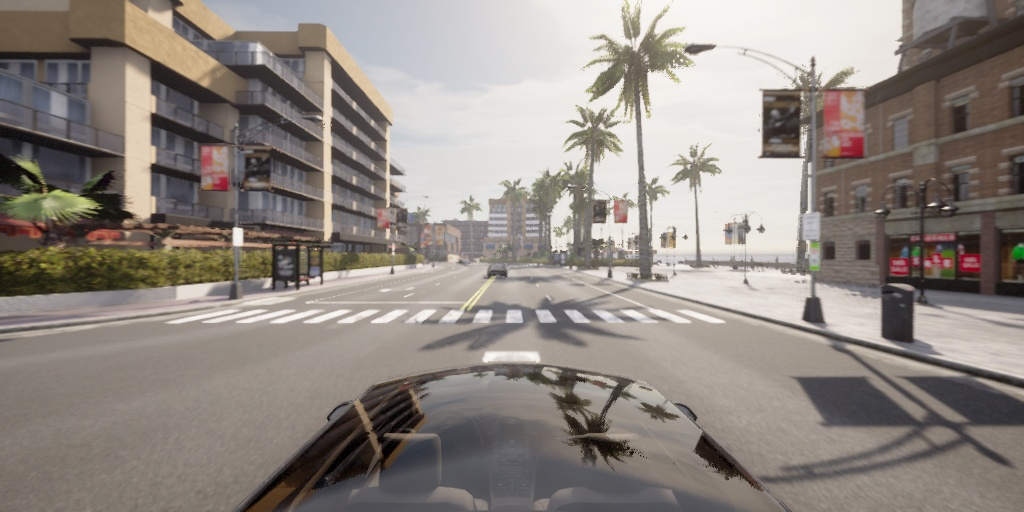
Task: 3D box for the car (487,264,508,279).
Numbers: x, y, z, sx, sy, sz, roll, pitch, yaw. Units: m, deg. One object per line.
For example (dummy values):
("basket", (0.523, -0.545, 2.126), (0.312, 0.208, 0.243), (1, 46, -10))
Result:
("car", (-1.325, 1.366, 33.231), (1.895, 1.301, 4.718), (0, 0, -3))
